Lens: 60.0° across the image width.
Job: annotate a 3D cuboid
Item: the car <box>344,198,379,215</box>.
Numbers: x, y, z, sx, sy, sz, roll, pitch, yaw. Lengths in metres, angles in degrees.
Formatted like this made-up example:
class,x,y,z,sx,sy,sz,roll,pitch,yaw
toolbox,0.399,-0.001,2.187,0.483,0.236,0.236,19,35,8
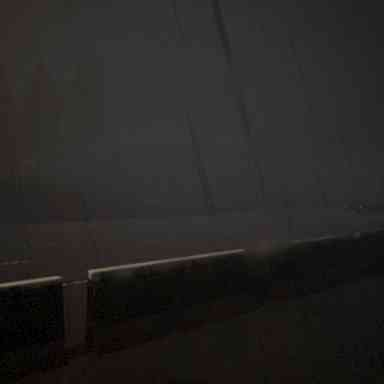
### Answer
class,x,y,z,sx,sy,sz,roll,pitch,yaw
car,17.398,1.546,33.596,4.718,1.301,1.895,-1,0,-35

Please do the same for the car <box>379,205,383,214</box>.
class,x,y,z,sx,sy,sz,roll,pitch,yaw
car,19.766,1.542,30.986,4.718,1.301,1.895,-1,0,-35
